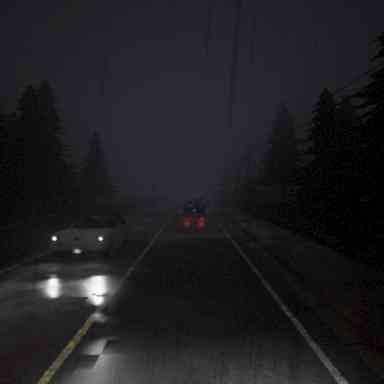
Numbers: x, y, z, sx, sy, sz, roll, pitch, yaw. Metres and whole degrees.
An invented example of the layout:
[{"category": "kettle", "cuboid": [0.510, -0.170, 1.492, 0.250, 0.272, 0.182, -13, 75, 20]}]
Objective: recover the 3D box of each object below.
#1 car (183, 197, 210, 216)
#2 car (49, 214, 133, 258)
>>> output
[{"category": "car", "cuboid": [0.233, 1.307, 29.653, 2.128, 1.511, 4.902, 0, 0, 1]}, {"category": "car", "cuboid": [-3.563, 1.524, 12.527, 1.895, 1.301, 4.718, 0, 0, 0]}]
